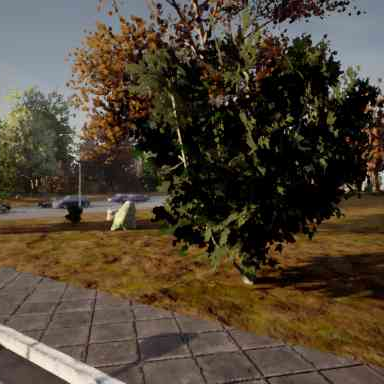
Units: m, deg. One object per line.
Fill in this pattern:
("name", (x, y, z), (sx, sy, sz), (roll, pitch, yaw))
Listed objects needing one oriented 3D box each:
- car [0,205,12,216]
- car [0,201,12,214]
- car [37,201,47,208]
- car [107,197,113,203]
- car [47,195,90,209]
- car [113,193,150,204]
("car", (-19.873, 1.616, 31.468), (1.994, 1.385, 4.181), (0, 1, 40))
("car", (-21.777, 1.646, 34.907), (1.895, 1.301, 4.718), (0, 1, 39))
("car", (-18.000, 1.374, 45.133), (2.033, 1.411, 5.357), (0, 2, 39))
("car", (-11.391, 0.938, 53.259), (1.812, 1.442, 4.674), (0, 2, 39))
("car", (-15.500, 1.178, 42.656), (2.097, 1.767, 4.553), (0, 2, 39))
("car", (-8.807, 0.959, 50.907), (2.033, 1.411, 5.357), (0, 3, 39))
